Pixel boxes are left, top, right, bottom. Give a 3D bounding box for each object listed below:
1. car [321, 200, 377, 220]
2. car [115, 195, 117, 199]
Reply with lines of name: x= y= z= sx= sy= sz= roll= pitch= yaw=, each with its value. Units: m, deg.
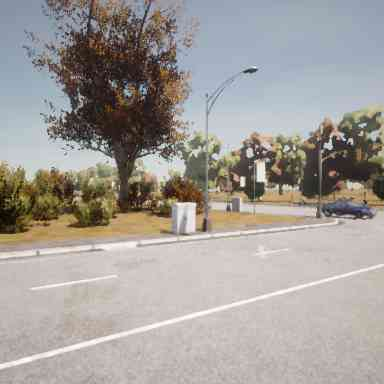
car: x=13.399 y=1.458 z=28.735 sx=1.812 sy=1.442 sz=4.674 roll=0 pitch=0 yaw=-32
car: x=-15.472 y=1.395 z=71.547 sx=1.895 sy=1.301 sz=4.718 roll=0 pitch=0 yaw=-39
